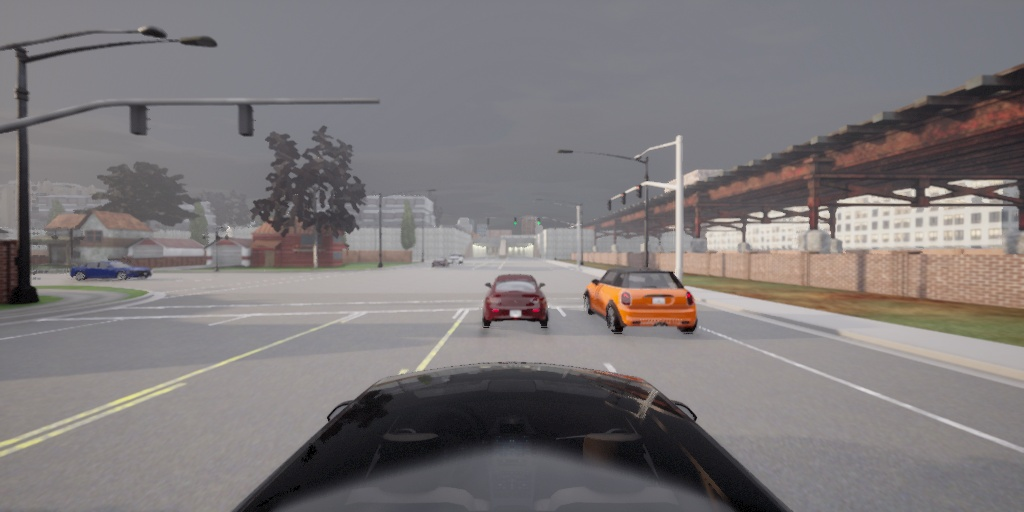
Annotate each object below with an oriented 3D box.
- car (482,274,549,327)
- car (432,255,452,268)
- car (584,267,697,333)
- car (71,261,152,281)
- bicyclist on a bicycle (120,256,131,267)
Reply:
[{"bbox_3d":[0.101,1.282,11.391,1.812,1.442,4.674,0,0,0],"label":"car"},{"bbox_3d":[-10.486,0.937,52.779,1.812,1.442,4.674,0,1,1],"label":"car"},{"bbox_3d":[3.599,1.109,10.892,2.097,1.767,4.553,0,0,0],"label":"car"},{"bbox_3d":[-31.331,1.141,28.145,5.008,1.535,1.882,0,1,-1],"label":"car"},{"bbox_3d":[-41.432,0.783,38.364,0.582,1.620,1.656,0,0,-1],"label":"bicyclist on a bicycle"}]
